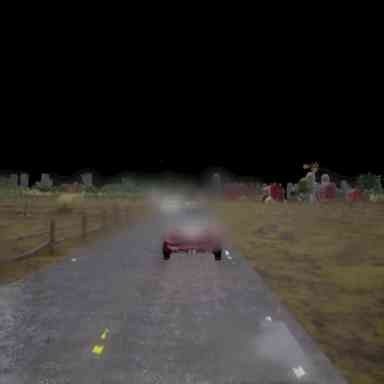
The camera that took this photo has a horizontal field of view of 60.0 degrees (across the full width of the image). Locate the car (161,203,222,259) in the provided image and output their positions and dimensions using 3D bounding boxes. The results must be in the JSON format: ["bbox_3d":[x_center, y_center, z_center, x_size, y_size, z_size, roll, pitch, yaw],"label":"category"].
[{"bbox_3d":[0.023,1.500,13.466,2.097,1.767,4.553,0,-1,1],"label":"car"}]

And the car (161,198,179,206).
[{"bbox_3d":[-2.764,1.743,43.521,2.150,2.045,5.566,0,-1,0],"label":"car"}]

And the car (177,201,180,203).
[{"bbox_3d":[0.023,1.819,28.525,2.128,1.511,4.902,0,-1,1],"label":"car"}]
